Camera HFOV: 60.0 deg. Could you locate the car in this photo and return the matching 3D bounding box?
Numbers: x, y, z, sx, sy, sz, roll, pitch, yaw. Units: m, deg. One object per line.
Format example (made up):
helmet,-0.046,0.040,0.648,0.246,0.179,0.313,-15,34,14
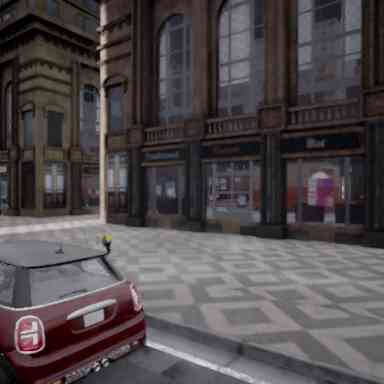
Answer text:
car,-2.681,1.440,4.868,4.097,1.590,1.967,0,0,35
